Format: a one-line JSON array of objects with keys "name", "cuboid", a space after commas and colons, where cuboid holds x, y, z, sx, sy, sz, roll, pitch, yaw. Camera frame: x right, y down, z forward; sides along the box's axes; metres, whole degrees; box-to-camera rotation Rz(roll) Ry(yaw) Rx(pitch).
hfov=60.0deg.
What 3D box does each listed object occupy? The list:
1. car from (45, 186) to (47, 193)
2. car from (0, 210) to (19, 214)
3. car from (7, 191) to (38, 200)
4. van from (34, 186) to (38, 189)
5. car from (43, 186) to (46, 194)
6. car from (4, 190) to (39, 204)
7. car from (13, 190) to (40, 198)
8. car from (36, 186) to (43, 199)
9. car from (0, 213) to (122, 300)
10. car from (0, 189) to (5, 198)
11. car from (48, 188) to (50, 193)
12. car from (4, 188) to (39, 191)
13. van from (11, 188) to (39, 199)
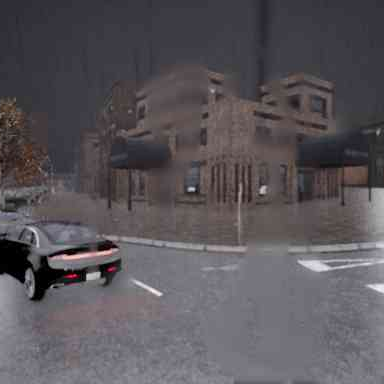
[{"name": "car", "cuboid": [-37.374, -0.037, 78.848, 4.792, 1.488, 2.163, 0, 2, -18]}, {"name": "car", "cuboid": [-9.354, 1.553, 16.112, 4.181, 1.385, 1.994, 0, 0, 35]}, {"name": "car", "cuboid": [-29.631, 0.613, 58.318, 4.674, 1.452, 2.002, 0, 2, -22]}, {"name": "van", "cuboid": [-26.472, 0.548, 50.867, 4.442, 1.987, 1.878, 0, 1, -24]}, {"name": "car", "cuboid": [-35.548, 0.108, 73.568, 4.892, 1.521, 2.231, 0, 2, -19]}, {"name": "car", "cuboid": [-24.123, 0.902, 45.887, 4.892, 1.521, 2.231, 0, 1, -24]}, {"name": "car", "cuboid": [-32.697, 0.389, 65.893, 4.674, 1.452, 2.002, 0, 2, -21]}, {"name": "car", "cuboid": [-27.466, 0.458, 53.428, 5.566, 2.045, 2.435, 0, 1, -24]}, {"name": "car", "cuboid": [-3.641, 1.486, 8.496, 2.128, 1.511, 4.902, 0, 0, -43]}, {"name": "car", "cuboid": [-36.344, 0.282, 62.055, 1.837, 1.490, 4.892, 0, 2, -21]}, {"name": "car", "cuboid": [-39.017, -0.471, 84.051, 5.566, 2.045, 2.435, 0, 1, -16]}, {"name": "car", "cuboid": [-25.213, 0.712, 48.414, 4.553, 1.767, 2.185, 0, 1, -24]}, {"name": "van", "cuboid": [-30.562, 0.275, 60.861, 4.442, 1.987, 1.878, 0, 2, -22]}]
